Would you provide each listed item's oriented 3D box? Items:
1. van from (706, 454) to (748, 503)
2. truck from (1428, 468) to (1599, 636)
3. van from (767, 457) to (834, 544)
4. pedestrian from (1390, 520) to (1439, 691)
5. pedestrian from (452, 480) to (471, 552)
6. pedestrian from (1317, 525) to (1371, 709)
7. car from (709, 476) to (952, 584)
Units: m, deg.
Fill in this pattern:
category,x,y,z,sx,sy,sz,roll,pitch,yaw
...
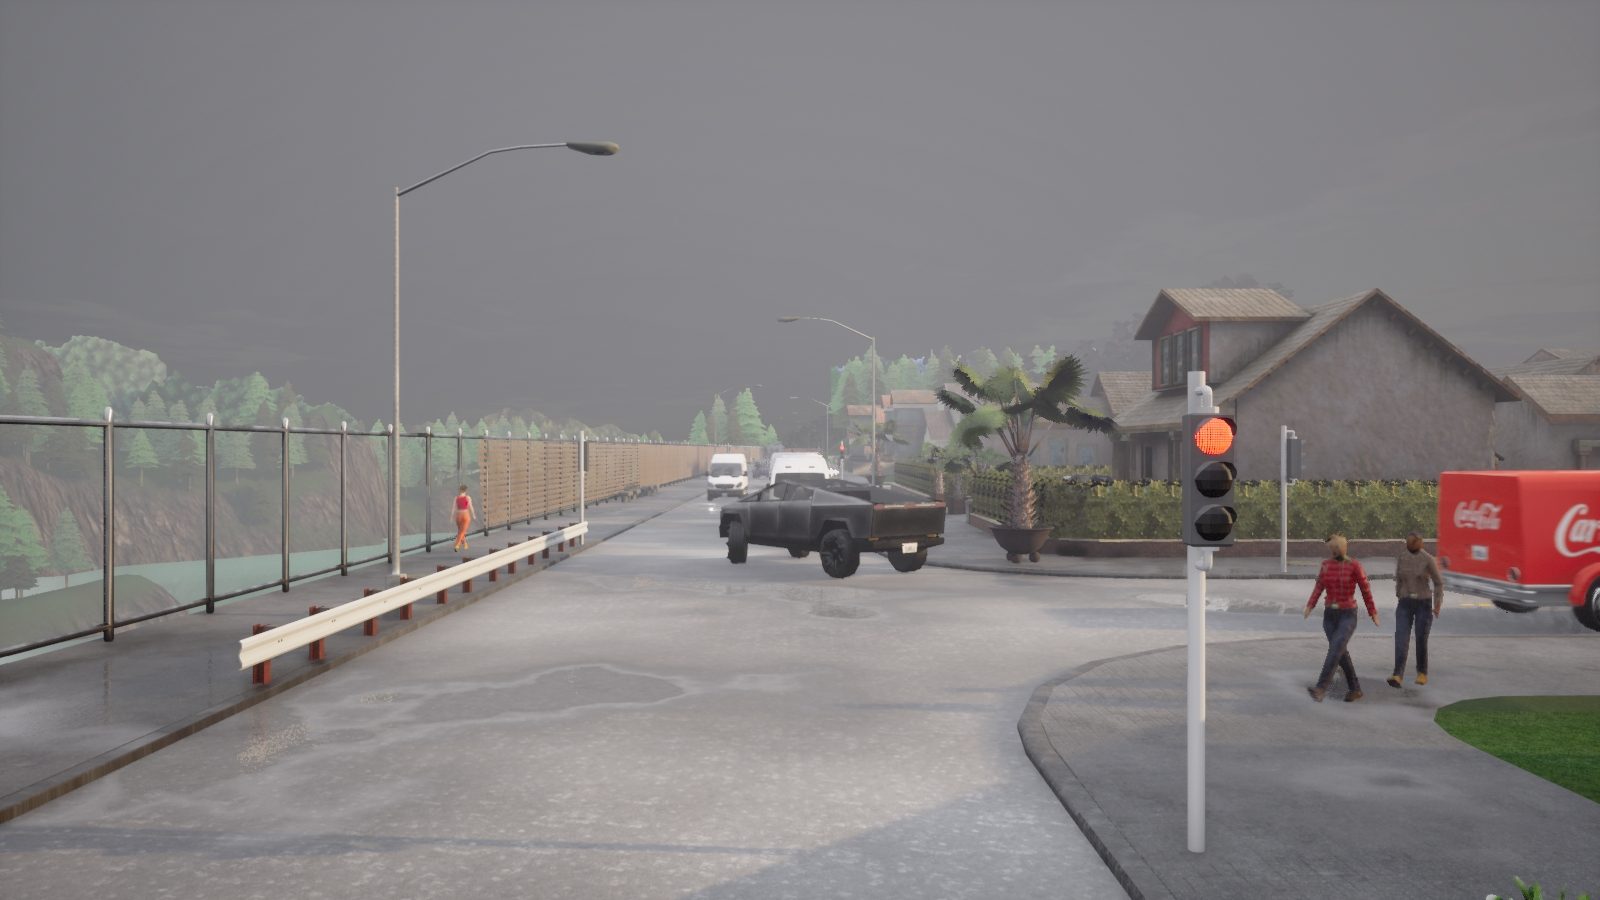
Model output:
category,x,y,z,sx,sy,sz,roll,pitch,yaw
van,-3.984,1.495,63.286,1.988,2.561,5.915,0,0,0
truck,13.498,1.555,18.520,5.204,2.467,2.627,0,0,-1
van,0.006,1.511,36.872,1.988,2.561,5.915,0,0,0
pedestrian,6.931,1.737,12.887,0.375,1.860,0.375,0,0,-43
pedestrian,-8.853,1.725,29.856,0.375,1.860,0.375,0,0,1
pedestrian,5.728,1.737,12.026,0.375,1.860,0.375,0,0,-34
car,0.520,1.736,26.916,2.390,2.098,6.274,0,0,-36
